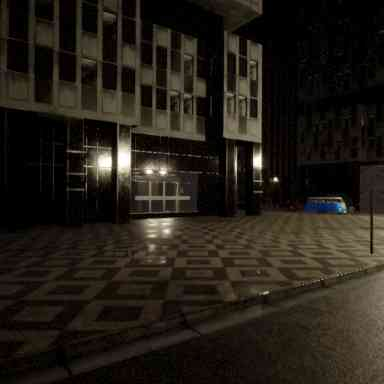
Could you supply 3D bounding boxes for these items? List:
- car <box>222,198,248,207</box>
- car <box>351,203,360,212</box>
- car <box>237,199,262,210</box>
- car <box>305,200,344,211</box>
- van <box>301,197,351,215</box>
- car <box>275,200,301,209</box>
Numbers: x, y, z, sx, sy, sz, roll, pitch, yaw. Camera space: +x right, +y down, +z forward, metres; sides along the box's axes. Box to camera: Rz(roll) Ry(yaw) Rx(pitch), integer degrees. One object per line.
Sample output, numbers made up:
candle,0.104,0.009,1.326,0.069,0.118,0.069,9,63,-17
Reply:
car,7.391,1.839,57.594,1.752,1.417,4.829,0,0,-36
car,20.622,1.725,39.068,1.947,1.339,4.313,0,0,-36
car,7.124,1.706,43.301,1.887,1.381,4.507,0,0,-36
car,17.339,1.749,43.665,2.008,1.369,4.403,0,0,-36
van,13.690,1.425,34.108,1.690,1.788,3.998,0,0,-36
car,14.056,1.818,48.262,1.802,1.307,4.206,0,0,-36
